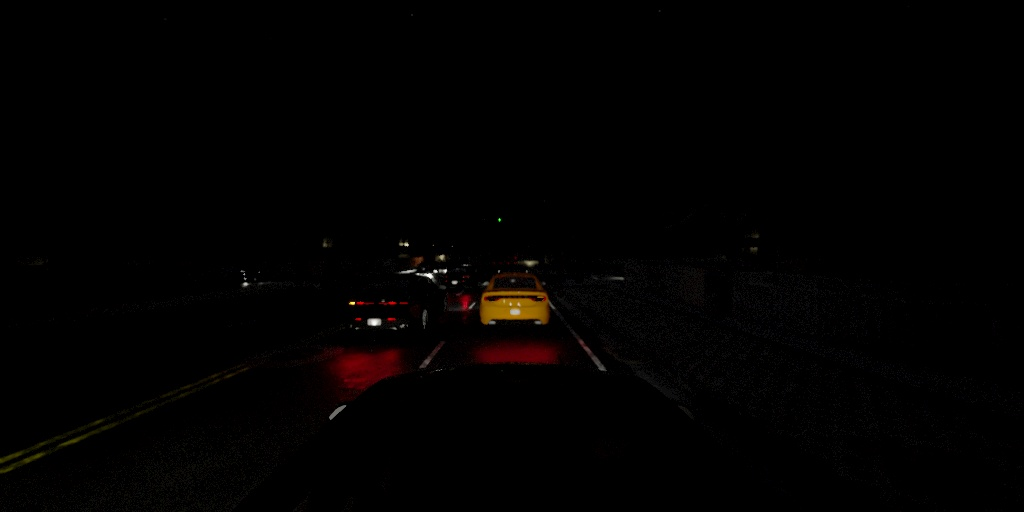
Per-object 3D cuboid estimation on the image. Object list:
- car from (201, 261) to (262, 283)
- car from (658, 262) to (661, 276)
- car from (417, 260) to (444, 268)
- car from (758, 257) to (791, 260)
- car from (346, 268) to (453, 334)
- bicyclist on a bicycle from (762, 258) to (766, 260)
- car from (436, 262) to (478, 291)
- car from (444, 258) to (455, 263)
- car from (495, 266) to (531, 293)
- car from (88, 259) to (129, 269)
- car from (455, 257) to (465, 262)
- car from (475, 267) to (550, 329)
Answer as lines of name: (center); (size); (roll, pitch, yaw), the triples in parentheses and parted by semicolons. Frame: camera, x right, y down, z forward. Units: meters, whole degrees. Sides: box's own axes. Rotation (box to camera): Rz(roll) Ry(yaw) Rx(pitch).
car: (-22.568, 1.294, 28.492); (4.553, 1.767, 2.097); (0, 0, 2)
car: (12.841, 1.210, 31.794); (5.357, 1.411, 2.033); (0, 0, -6)
car: (-9.856, 1.201, 42.464); (2.128, 1.511, 4.902); (0, 0, 0)
car: (22.817, 0.935, 32.041); (4.553, 1.767, 2.097); (0, 0, -2)
car: (-3.168, 1.285, 10.692); (1.837, 1.490, 4.892); (0, 0, 0)
bicyclist on a bicycle: (18.445, 0.943, 26.060); (0.582, 1.620, 1.656); (0, 0, -2)
car: (-3.182, 1.301, 22.282); (1.812, 1.442, 4.674); (0, 0, 0)
car: (-9.859, 1.234, 51.648); (1.994, 1.385, 4.181); (0, 0, 0)
car: (0.066, 1.340, 21.964); (1.994, 1.385, 4.181); (0, 0, 0)
car: (-33.160, 1.237, 29.031); (5.566, 2.045, 2.150); (0, 0, 4)
car: (-9.827, 1.048, 61.256); (1.882, 1.535, 5.008); (0, 1, 0)
car: (0.088, 1.259, 11.444); (1.882, 1.535, 5.008); (0, 0, 0)
